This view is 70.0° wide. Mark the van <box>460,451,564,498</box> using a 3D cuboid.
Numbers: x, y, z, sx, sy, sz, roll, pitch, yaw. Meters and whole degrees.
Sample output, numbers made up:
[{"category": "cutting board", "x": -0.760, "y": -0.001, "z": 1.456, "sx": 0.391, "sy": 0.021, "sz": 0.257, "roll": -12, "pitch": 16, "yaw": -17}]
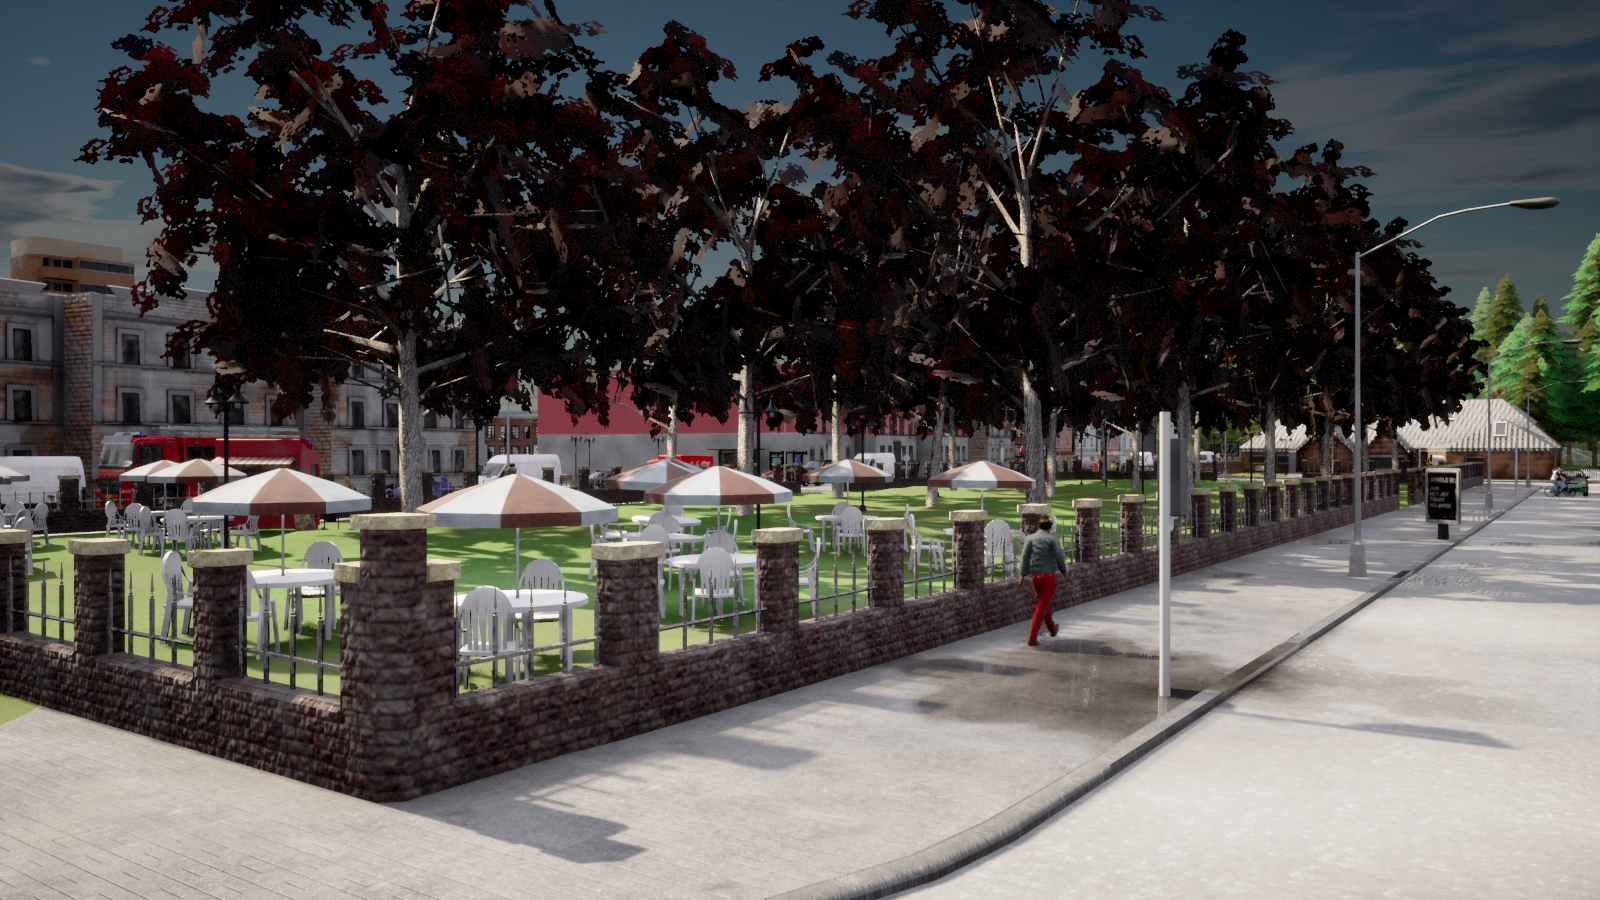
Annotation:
[{"category": "van", "x": -16.329, "y": 1.314, "z": 65.083, "sx": 1.988, "sy": 2.561, "sz": 5.915, "roll": 0, "pitch": 0, "yaw": 35}]

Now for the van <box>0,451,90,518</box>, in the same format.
[{"category": "van", "x": -31.021, "y": 1.314, "z": 44.007, "sx": 1.988, "sy": 2.561, "sz": 5.915, "roll": 0, "pitch": 0, "yaw": 35}]

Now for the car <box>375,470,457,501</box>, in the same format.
[{"category": "car", "x": -20.045, "y": 1.818, "z": 59.739, "sx": 1.845, "sy": 1.501, "sz": 3.633, "roll": 0, "pitch": 0, "yaw": 35}]

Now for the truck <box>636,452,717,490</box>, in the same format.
[{"category": "truck", "x": -8.233, "y": 1.348, "z": 76.671, "sx": 2.627, "sy": 2.467, "sz": 5.204, "roll": 0, "pitch": 0, "yaw": 35}]

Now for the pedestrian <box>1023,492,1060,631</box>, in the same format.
[{"category": "pedestrian", "x": 3.323, "y": 1.517, "z": 15.743, "sx": 0.375, "sy": 1.860, "sz": 0.375, "roll": 0, "pitch": 0, "yaw": 37}]

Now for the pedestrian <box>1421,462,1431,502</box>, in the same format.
[{"category": "pedestrian", "x": 29.839, "y": 1.525, "z": 54.457, "sx": 0.375, "sy": 1.860, "sz": 0.375, "roll": 0, "pitch": 0, "yaw": 35}]

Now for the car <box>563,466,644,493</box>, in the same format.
[{"category": "car", "x": -12.166, "y": 1.814, "z": 71.050, "sx": 2.097, "sy": 1.535, "sz": 5.006, "roll": 0, "pitch": 0, "yaw": 35}]

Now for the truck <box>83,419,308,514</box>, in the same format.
[{"category": "truck", "x": -26.598, "y": 0.670, "z": 50.778, "sx": 2.891, "sy": 3.827, "sz": 8.468, "roll": 0, "pitch": 0, "yaw": 35}]
